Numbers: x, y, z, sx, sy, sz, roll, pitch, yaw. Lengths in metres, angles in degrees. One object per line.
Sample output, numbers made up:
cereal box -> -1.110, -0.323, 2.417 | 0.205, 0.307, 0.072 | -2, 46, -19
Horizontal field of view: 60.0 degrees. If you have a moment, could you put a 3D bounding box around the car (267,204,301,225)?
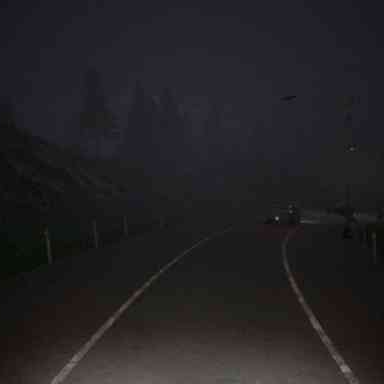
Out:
car -> 7.007, 1.645, 25.252 | 1.812, 1.442, 4.674 | 3, 0, 27

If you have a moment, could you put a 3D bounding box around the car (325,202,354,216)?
car -> 17.278, 1.931, 38.692 | 4.902, 1.511, 2.128 | 2, 2, -45
